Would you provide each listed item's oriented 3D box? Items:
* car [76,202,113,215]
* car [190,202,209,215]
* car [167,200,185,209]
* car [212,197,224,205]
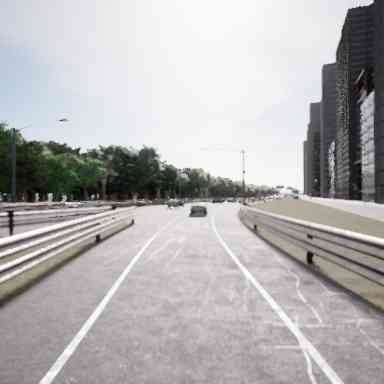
[{"bbox_3d":[-9.664,1.731,33.407,2.033,1.411,5.357,0,-1,17],"label":"car"},{"bbox_3d":[0.876,1.889,38.691,2.128,1.511,4.902,0,-1,5],"label":"car"},{"bbox_3d":[-2.642,2.025,56.356,2.128,1.511,4.902,0,-1,17],"label":"car"},{"bbox_3d":[6.881,2.282,87.486,2.150,2.045,5.566,0,-1,17],"label":"car"}]
